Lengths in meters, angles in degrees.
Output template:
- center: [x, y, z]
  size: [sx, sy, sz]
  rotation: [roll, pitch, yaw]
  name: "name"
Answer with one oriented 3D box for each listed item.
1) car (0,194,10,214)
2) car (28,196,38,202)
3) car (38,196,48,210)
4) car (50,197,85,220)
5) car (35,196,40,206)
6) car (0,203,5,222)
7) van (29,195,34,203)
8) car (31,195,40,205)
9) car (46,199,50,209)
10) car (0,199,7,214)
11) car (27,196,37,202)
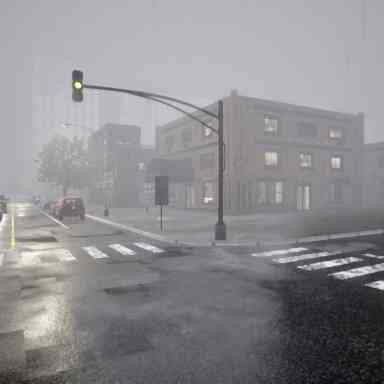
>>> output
- center: [-20.827, 1.247, 35.462]
  size: [2.150, 2.045, 5.566]
  rotation: [0, 0, -28]
  name: "car"
- center: [-36.615, 1.684, 76.672]
  size: [1.802, 1.307, 4.206]
  rotation: [0, 0, -28]
  name: "car"
- center: [-18.237, 1.598, 42.642]
  size: [1.947, 1.339, 4.313]
  rotation: [0, 0, -28]
  name: "car"
- center: [-10.359, 1.330, 28.057]
  size: [2.192, 1.841, 5.009]
  rotation: [0, 0, -28]
  name: "car"
- center: [-20.862, 1.590, 47.503]
  size: [2.008, 1.369, 4.403]
  rotation: [0, 0, -28]
  name: "car"
- center: [-11.380, 1.555, 17.778]
  size: [2.033, 1.411, 5.357]
  rotation: [0, 0, -28]
  name: "car"
- center: [-31.365, 1.419, 66.950]
  size: [1.690, 1.788, 3.998]
  rotation: [0, 0, -28]
  name: "van"
- center: [-26.113, 1.639, 57.226]
  size: [1.802, 1.307, 4.206]
  rotation: [0, 0, -28]
  name: "car"
- center: [-12.986, 1.586, 32.918]
  size: [1.947, 1.339, 4.313]
  rotation: [0, 0, -28]
  name: "car"
- center: [-15.847, 1.541, 26.099]
  size: [1.812, 1.442, 4.674]
  rotation: [0, 0, -28]
  name: "car"
- center: [-39.242, 1.680, 81.535]
  size: [1.947, 1.339, 4.313]
  rotation: [0, 0, -28]
  name: "car"
